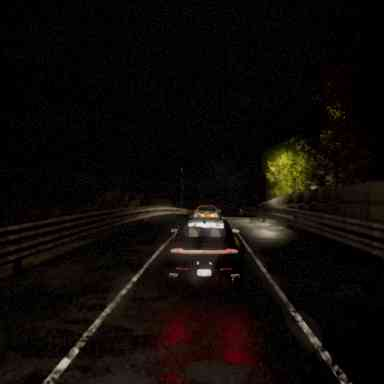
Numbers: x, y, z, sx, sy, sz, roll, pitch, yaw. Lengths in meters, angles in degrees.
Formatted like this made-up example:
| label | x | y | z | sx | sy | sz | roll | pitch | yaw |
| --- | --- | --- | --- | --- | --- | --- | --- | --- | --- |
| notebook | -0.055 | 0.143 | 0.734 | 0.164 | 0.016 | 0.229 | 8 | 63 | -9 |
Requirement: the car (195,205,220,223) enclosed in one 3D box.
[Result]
| label | x | y | z | sx | sy | sz | roll | pitch | yaw |
| --- | --- | --- | --- | --- | --- | --- | --- | --- | --- |
| car | 1.440 | 1.946 | 30.599 | 2.128 | 1.511 | 4.902 | 0 | -2 | 3 |

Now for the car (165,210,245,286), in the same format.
| label | x | y | z | sx | sy | sz | roll | pitch | yaw |
| --- | --- | --- | --- | --- | --- | --- | --- | --- | --- |
| car | 0.360 | 1.496 | 9.447 | 2.128 | 1.511 | 4.902 | 0 | 0 | 2 |

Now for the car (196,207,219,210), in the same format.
| label | x | y | z | sx | sy | sz | roll | pitch | yaw |
| --- | --- | --- | --- | --- | --- | --- | --- | --- | --- |
| car | 0.790 | 1.694 | 18.383 | 1.895 | 1.301 | 4.718 | 0 | -1 | 3 |

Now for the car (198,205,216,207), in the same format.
| label | x | y | z | sx | sy | sz | roll | pitch | yaw |
| --- | --- | --- | --- | --- | --- | --- | --- | --- | --- |
| car | 1.105 | 1.715 | 24.437 | 1.882 | 1.535 | 5.008 | 0 | -2 | 3 |

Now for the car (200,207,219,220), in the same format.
| label | x | y | z | sx | sy | sz | roll | pitch | yaw |
| --- | --- | --- | --- | --- | --- | --- | --- | --- | --- |
| car | 1.899 | 2.341 | 36.761 | 1.895 | 1.301 | 4.718 | 0 | -3 | 3 |
